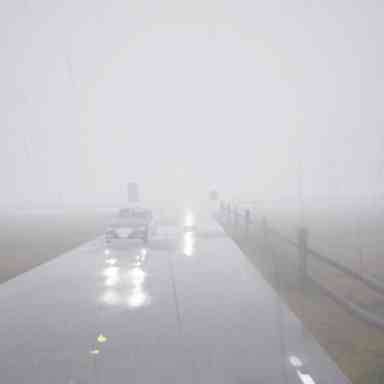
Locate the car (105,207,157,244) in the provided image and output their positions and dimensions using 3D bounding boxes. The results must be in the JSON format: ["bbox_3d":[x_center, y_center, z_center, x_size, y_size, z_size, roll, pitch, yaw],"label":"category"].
[{"bbox_3d":[-2.748,1.485,15.842,2.128,1.511,4.902,0,0,0],"label":"car"}]
